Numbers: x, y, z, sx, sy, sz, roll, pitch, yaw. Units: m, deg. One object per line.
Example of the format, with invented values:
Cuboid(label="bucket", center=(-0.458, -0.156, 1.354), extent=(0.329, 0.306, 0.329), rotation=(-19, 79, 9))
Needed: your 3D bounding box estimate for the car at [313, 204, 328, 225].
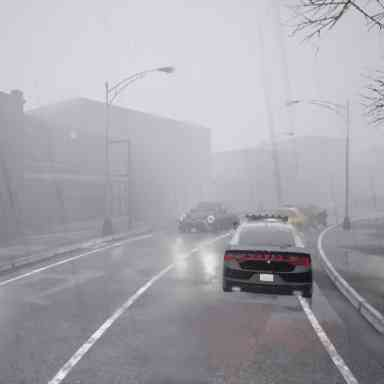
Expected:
Cuboid(label="car", center=(7.784, 1.535, 22.433), extent=(1.837, 1.490, 4.892), rotation=(1, 0, 34))

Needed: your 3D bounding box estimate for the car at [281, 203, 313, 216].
Cuboid(label="car", center=(5.086, 1.469, 17.736), extent=(1.801, 1.575, 5.366), rotation=(1, 0, 26))

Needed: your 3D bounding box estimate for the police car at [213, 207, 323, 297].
Cuboid(label="police car", center=(1.976, 1.427, 8.856), extent=(1.930, 1.638, 5.238), rotation=(0, 0, 12))

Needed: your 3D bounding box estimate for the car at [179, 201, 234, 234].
Cuboid(label="car", center=(1.048, 1.327, 18.575), extent=(2.097, 1.767, 4.553), rotation=(1, 0, 26))
